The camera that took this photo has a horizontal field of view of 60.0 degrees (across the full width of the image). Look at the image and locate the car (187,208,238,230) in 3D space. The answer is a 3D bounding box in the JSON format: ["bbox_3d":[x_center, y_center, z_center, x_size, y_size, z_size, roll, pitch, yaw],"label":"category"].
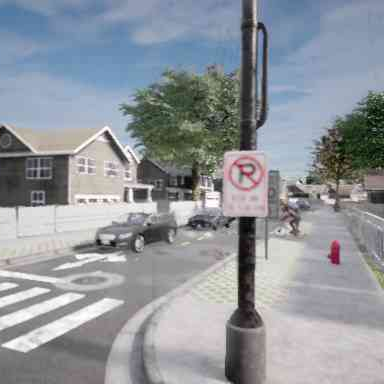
[{"bbox_3d":[1.456,1.835,23.869,2.033,1.411,5.357,0,-1,22],"label":"car"}]

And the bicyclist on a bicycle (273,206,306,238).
[{"bbox_3d":[5.020,1.564,17.110,1.656,1.620,0.582,0,-1,22],"label":"bicyclist on a bicycle"}]

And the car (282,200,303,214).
[{"bbox_3d":[13.215,2.155,44.267,1.812,1.442,4.674,0,-1,24],"label":"car"}]

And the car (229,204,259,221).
[{"bbox_3d":[5.277,1.991,33.138,1.994,1.385,4.181,0,-1,22],"label":"car"}]

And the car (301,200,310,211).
[{"bbox_3d":[17.673,2.120,53.516,2.097,1.767,4.553,0,-1,27],"label":"car"}]

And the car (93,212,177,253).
[{"bbox_3d":[-2.308,1.641,14.691,2.128,1.511,4.902,0,-1,22],"label":"car"}]
